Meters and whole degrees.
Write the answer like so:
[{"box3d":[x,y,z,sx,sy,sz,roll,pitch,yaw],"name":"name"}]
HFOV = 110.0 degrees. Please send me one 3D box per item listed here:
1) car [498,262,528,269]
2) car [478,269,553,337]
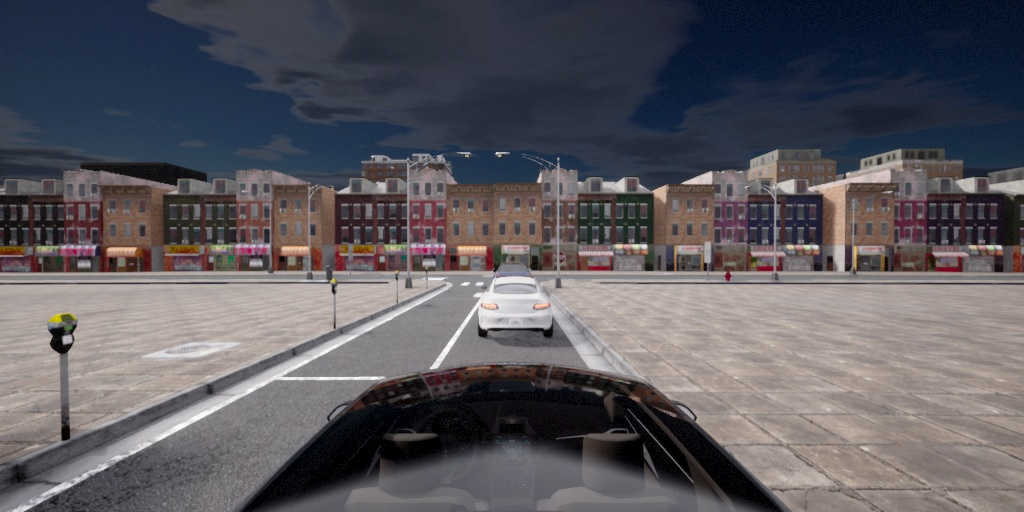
[{"box3d":[0.018,1.097,19.415,2.097,1.767,4.553,0,0,-1],"name":"car"},{"box3d":[0.081,1.273,10.137,1.812,1.442,4.674,0,0,0],"name":"car"}]
